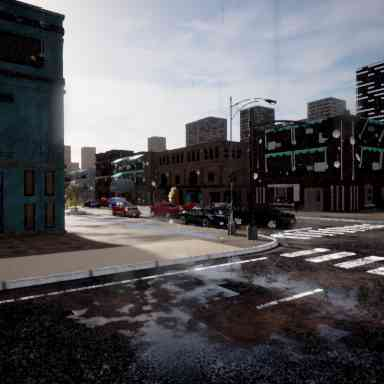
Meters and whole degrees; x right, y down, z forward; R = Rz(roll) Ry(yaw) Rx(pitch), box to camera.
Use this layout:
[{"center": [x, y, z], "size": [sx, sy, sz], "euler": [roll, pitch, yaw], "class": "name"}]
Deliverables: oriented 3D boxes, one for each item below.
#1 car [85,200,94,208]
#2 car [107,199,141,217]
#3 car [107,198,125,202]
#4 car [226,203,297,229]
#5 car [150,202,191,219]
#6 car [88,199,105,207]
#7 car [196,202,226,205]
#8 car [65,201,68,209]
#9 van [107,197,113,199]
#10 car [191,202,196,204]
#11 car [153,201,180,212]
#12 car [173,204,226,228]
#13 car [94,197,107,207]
[{"center": [-19.242, 2.229, 63.108], "size": [1.994, 1.385, 4.181], "euler": [-1, 0, -35], "class": "car"}, {"center": [-7.147, 1.846, 35.990], "size": [1.967, 1.590, 4.097], "euler": [-1, 0, -35], "class": "car"}, {"center": [-8.679, 1.942, 42.675], "size": [2.128, 1.511, 4.902], "euler": [-1, 0, -35], "class": "car"}, {"center": [4.980, 1.659, 23.500], "size": [1.882, 1.535, 5.008], "euler": [-1, 0, -37], "class": "car"}, {"center": [-2.532, 1.808, 33.972], "size": [1.882, 1.535, 5.008], "euler": [-1, 0, -35], "class": "car"}, {"center": [-19.500, 2.227, 67.938], "size": [1.887, 1.381, 4.507], "euler": [-1, 0, -35], "class": "car"}, {"center": [2.892, 1.809, 36.318], "size": [2.008, 1.369, 4.403], "euler": [-2, 0, -35], "class": "car"}, {"center": [-23.041, 2.232, 58.437], "size": [1.752, 1.417, 4.829], "euler": [-1, 0, -35], "class": "car"}, {"center": [-13.107, 1.906, 58.903], "size": [1.690, 1.788, 3.998], "euler": [-1, 0, -35], "class": "van"}, {"center": [-0.306, 1.903, 40.835], "size": [1.802, 1.307, 4.206], "euler": [-2, 0, -35], "class": "car"}, {"center": [-3.504, 1.965, 45.352], "size": [1.802, 1.307, 4.206], "euler": [-1, 0, -35], "class": "car"}, {"center": [0.776, 1.814, 24.595], "size": [1.947, 1.339, 4.313], "euler": [-1, 0, -35], "class": "car"}, {"center": [-16.306, 1.939, 63.420], "size": [2.192, 1.841, 5.009], "euler": [-1, 0, -35], "class": "car"}]
